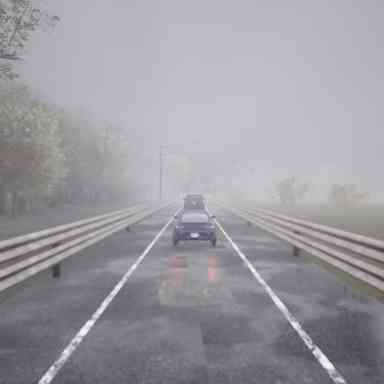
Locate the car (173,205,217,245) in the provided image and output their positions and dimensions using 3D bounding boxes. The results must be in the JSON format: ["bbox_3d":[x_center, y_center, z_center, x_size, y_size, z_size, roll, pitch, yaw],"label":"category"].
[{"bbox_3d":[0.123,1.530,15.406,1.812,1.442,4.674,0,0,0],"label":"car"}]

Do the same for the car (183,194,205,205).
[{"bbox_3d":[0.240,1.228,35.828,2.150,2.045,5.566,0,0,0],"label":"car"}]
